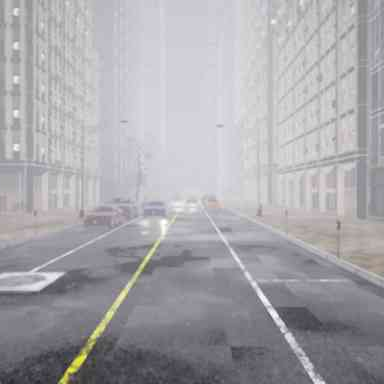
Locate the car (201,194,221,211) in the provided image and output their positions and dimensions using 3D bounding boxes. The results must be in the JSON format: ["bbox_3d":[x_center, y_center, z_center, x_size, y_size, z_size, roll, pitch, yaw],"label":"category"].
[{"bbox_3d":[2.352,1.386,39.290,1.801,1.575,5.366,0,0,0],"label":"car"}]

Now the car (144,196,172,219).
[{"bbox_3d":[-3.096,1.429,29.209,1.882,1.535,5.008,0,0,0],"label":"car"}]

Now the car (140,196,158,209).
[{"bbox_3d":[-5.691,1.355,44.570,1.967,1.590,4.097,0,0,0],"label":"car"}]

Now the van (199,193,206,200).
[{"bbox_3d":[2.693,1.131,84.457,1.690,1.788,3.998,0,0,0],"label":"van"}]

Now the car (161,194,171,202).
[{"bbox_3d":[-5.689,1.272,73.063,1.967,1.590,4.097,0,0,0],"label":"car"}]

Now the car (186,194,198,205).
[{"bbox_3d":[0.003,1.483,57.119,1.895,1.301,4.718,0,0,0],"label":"car"}]

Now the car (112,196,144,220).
[{"bbox_3d":[-5.693,1.270,27.475,2.192,1.841,5.009,0,0,0],"label":"car"}]

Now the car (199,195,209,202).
[{"bbox_3d":[2.692,1.383,73.062,2.008,1.369,4.403,0,0,0],"label":"car"}]

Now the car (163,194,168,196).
[{"bbox_3d":[-5.690,1.436,55.967,2.008,1.369,4.403,0,0,0],"label":"car"}]

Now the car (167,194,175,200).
[{"bbox_3d":[-5.687,1.333,90.157,1.947,1.339,4.313,0,0,0],"label":"car"}]

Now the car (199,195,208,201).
[{"bbox_3d":[2.693,1.394,78.759,1.802,1.307,4.206,0,0,0],"label":"car"}]

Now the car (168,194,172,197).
[{"bbox_3d":[-5.689,1.377,67.193,1.752,1.417,4.829,0,0,0],"label":"car"}]

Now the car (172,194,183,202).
[{"bbox_3d":[-2.997,1.190,69.950,2.097,1.767,4.553,0,0,0],"label":"car"}]

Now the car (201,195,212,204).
[{"bbox_3d":[2.692,1.394,61.832,1.752,1.417,4.829,0,0,0],"label":"car"}]

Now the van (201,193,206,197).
[{"bbox_3d":[2.690,1.242,50.264,1.690,1.788,3.998,0,0,0],"label":"van"}]

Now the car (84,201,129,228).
[{"bbox_3d":[-5.692,1.511,21.777,1.887,1.381,4.507,0,0,0],"label":"car"}]

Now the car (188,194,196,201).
[{"bbox_3d":[0.004,1.241,73.515,1.837,1.490,4.892,0,0,0],"label":"car"}]

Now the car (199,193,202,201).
[{"bbox_3d":[2.690,1.200,55.963,2.192,1.841,5.009,0,0,0],"label":"car"}]

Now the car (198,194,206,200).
[{"bbox_3d":[2.694,1.312,90.155,1.887,1.381,4.507,0,0,0],"label":"car"}]
